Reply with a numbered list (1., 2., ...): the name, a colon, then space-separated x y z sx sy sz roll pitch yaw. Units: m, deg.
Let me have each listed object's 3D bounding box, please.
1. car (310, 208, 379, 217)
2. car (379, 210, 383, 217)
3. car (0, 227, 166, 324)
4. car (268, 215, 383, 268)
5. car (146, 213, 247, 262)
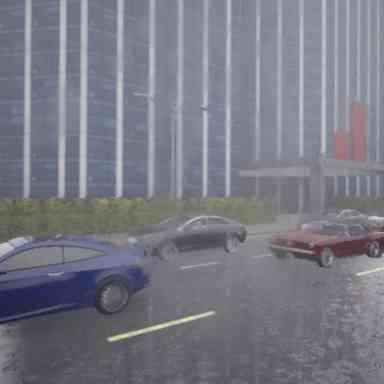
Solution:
1. car: 7.735 1.650 18.085 4.902 1.511 2.128 1 0 -35
2. car: 12.242 1.805 21.250 4.718 1.301 1.895 1 0 -36
3. car: -3.003 1.546 6.118 4.674 1.442 1.812 1 -1 -36
4. car: 4.892 1.704 11.779 4.718 1.301 1.895 1 0 -35
5. car: -0.078 1.570 12.533 4.902 1.511 2.128 1 0 -36
